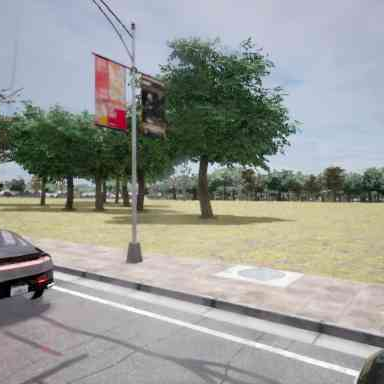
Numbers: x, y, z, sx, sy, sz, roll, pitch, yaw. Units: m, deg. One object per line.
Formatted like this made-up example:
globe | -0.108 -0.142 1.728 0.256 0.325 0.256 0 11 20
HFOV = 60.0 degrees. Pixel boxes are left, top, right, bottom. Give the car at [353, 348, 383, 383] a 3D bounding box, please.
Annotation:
car | 3.298 1.493 1.322 4.902 1.511 2.128 0 0 36

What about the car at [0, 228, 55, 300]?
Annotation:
car | -4.974 1.512 7.210 4.902 1.511 2.128 0 0 36
